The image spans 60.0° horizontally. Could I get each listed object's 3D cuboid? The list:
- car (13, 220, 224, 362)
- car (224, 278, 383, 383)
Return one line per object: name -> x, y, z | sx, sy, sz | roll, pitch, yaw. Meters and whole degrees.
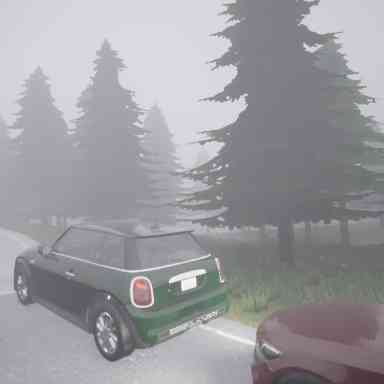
car -> -1.576, 1.308, 6.208 | 4.553, 1.767, 2.097 | 1, 1, 44
car -> 2.757, 1.532, 2.591 | 4.674, 1.442, 1.812 | 1, 0, 36
